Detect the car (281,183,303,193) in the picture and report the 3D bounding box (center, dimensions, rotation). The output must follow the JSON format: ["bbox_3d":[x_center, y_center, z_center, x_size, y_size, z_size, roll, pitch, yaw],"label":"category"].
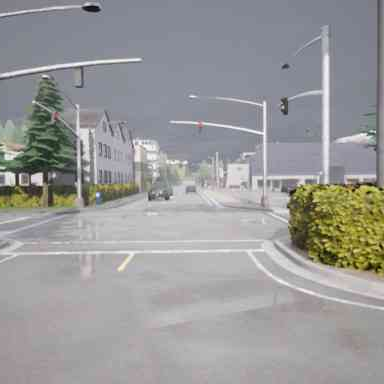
[{"bbox_3d":[15.271,-0.526,52.045,2.007,1.523,4.514,-1,2,0],"label":"car"}]

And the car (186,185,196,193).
[{"bbox_3d":[-0.168,-0.574,58.667,2.128,1.511,4.902,-1,2,0],"label":"car"}]

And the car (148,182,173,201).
[{"bbox_3d":[-3.719,-0.105,38.247,2.150,2.045,5.566,-1,2,0],"label":"car"}]

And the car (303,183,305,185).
[{"bbox_3d":[18.895,-0.874,59.106,1.970,1.475,3.806,-1,2,0],"label":"car"}]

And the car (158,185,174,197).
[{"bbox_3d":[-3.731,-0.170,48.408,1.837,1.490,4.892,-1,2,0],"label":"car"}]

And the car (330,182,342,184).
[{"bbox_3d":[25.310,-1.038,59.457,2.152,1.636,5.027,-1,2,0],"label":"car"}]

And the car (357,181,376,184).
[{"bbox_3d":[19.016,-0.180,34.187,1.905,1.878,3.866,-1,2,0],"label":"car"}]

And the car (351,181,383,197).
[{"bbox_3d":[22.262,-0.465,42.067,1.932,1.855,4.605,-1,2,0],"label":"car"}]
